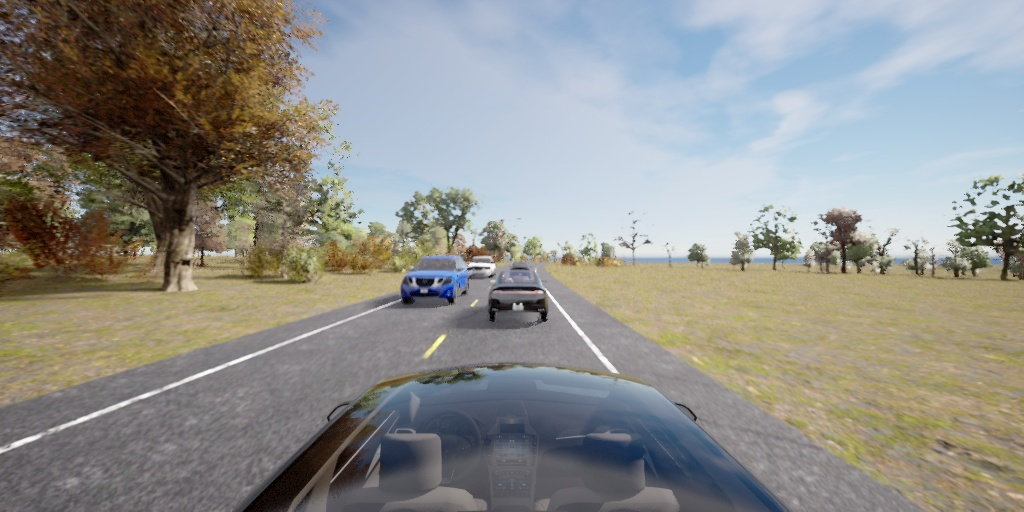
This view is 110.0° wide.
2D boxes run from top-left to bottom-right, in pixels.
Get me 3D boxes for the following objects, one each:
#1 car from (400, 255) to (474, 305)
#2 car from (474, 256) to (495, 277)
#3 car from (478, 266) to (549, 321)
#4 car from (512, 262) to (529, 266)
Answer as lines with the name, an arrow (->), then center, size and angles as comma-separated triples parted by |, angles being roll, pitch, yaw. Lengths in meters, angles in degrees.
car -> -3.314, 0.990, 16.514 | 2.150, 2.045, 5.566 | 0, 0, 1
car -> -2.800, 1.056, 33.877 | 2.150, 2.045, 5.566 | 0, 0, 2
car -> 0.211, 1.255, 12.575 | 2.128, 1.511, 4.902 | 0, 0, 1
car -> 0.774, 1.306, 32.622 | 1.837, 1.490, 4.892 | 0, 0, 2
